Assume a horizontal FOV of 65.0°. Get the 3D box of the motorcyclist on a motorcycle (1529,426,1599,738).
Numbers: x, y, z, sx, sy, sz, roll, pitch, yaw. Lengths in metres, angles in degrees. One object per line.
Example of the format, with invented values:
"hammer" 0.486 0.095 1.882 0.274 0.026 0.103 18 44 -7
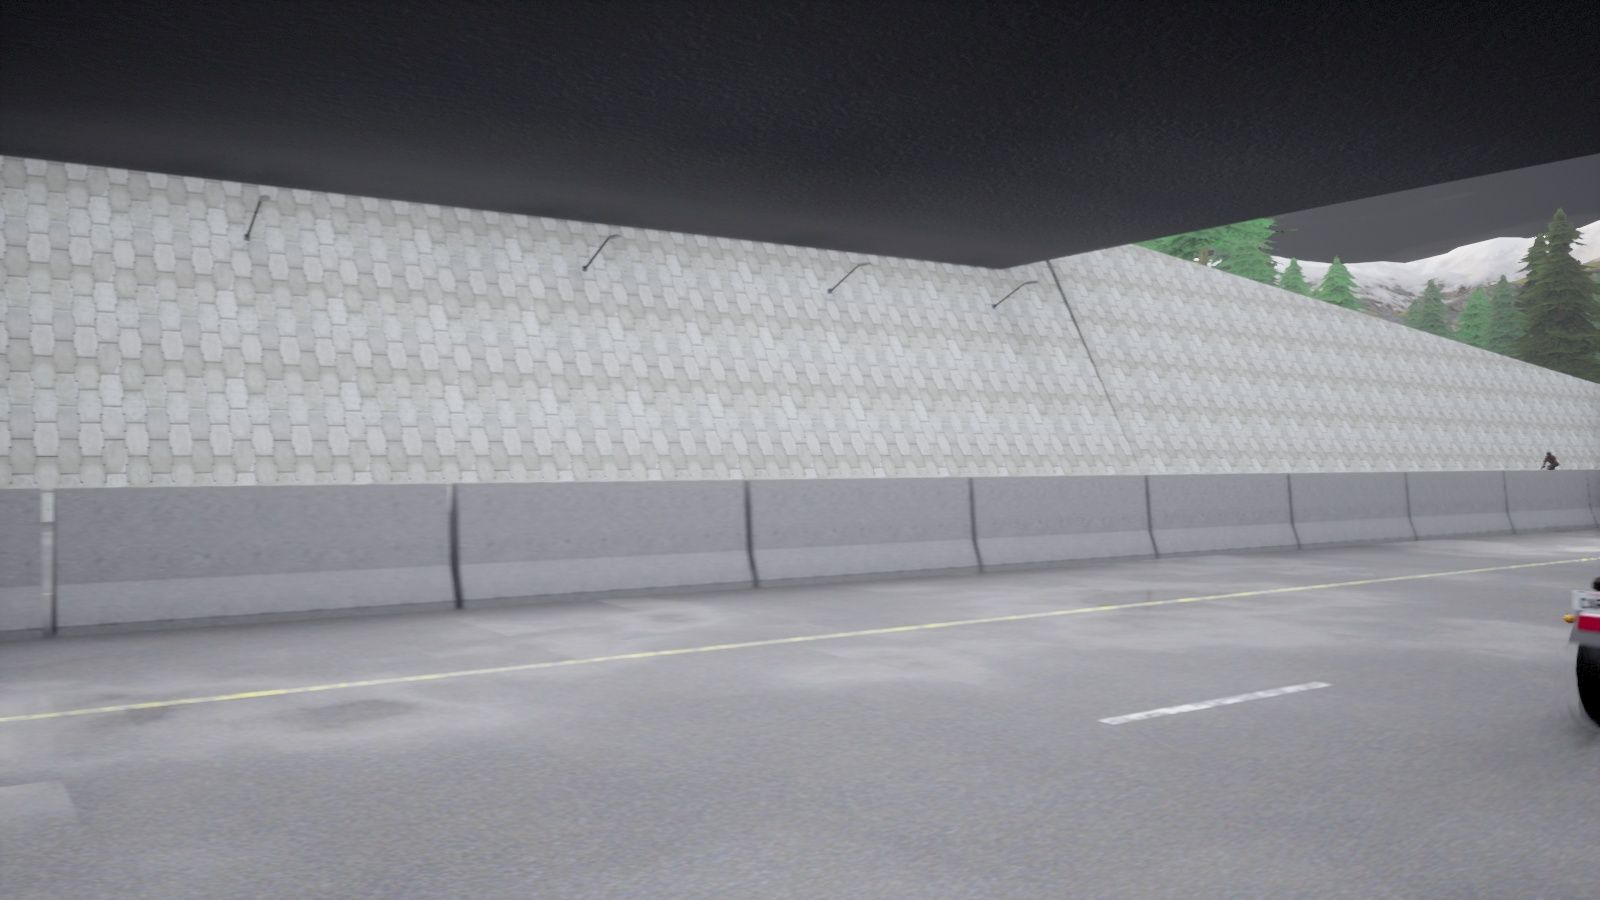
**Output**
"motorcyclist on a motorcycle" 5.205 0.702 7.282 2.350 1.649 0.766 0 0 -35
